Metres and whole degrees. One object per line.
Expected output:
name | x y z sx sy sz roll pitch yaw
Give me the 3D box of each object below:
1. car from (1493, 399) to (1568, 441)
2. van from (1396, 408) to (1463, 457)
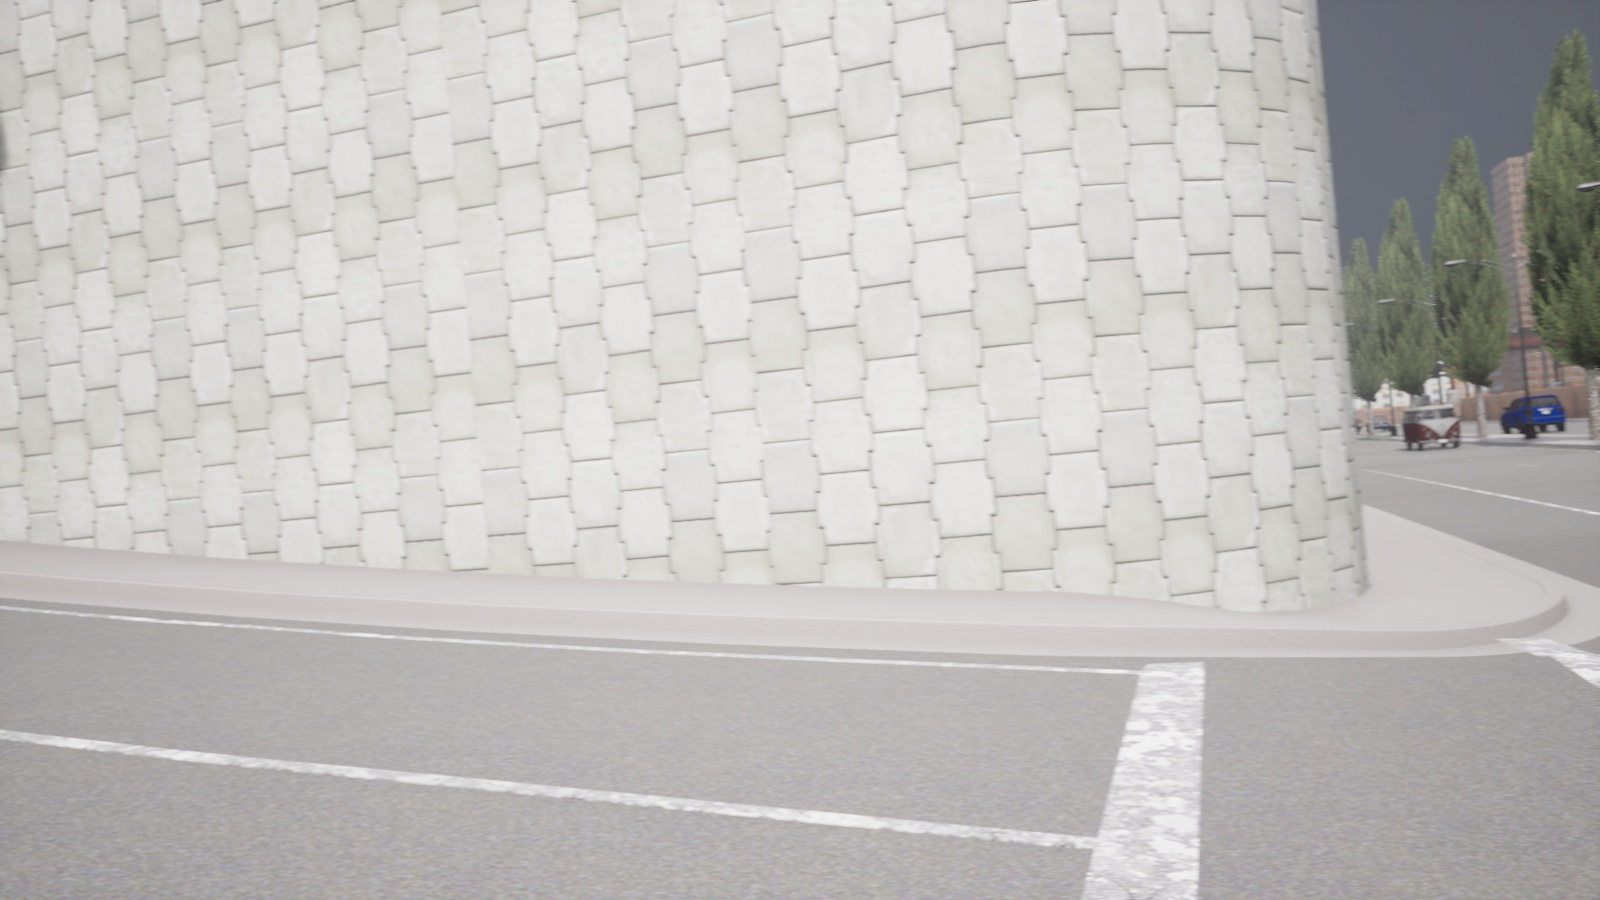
car | 40.429 -1.631 69.608 2.150 2.045 5.566 -5 -1 16
van | 28.522 -0.777 57.010 1.775 1.987 4.442 -5 -1 16
